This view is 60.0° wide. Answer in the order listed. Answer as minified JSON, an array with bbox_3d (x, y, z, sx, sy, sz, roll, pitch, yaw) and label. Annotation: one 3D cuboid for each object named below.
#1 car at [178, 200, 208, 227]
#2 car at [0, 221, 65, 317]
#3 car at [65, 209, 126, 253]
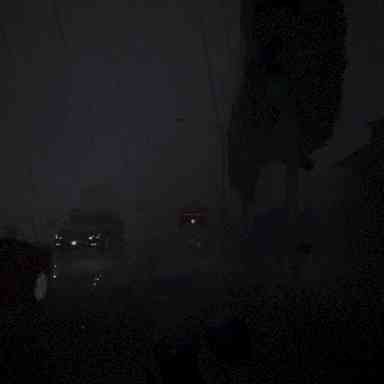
[{"bbox_3d":[0.071,1.556,23.106,1.837,1.490,4.892,0,0,0],"label":"car"},{"bbox_3d":[-4.037,1.490,5.375,1.882,1.535,5.008,0,0,1],"label":"car"},{"bbox_3d":[-4.066,1.535,13.956,1.837,1.490,4.892,0,0,1],"label":"car"}]
